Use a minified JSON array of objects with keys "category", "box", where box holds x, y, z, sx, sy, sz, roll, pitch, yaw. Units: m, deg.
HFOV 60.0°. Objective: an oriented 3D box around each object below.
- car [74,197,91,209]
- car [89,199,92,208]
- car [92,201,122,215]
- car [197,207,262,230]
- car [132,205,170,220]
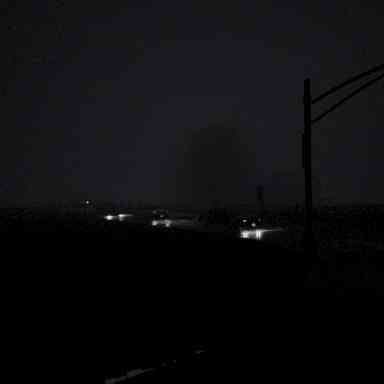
[{"category":"car","box":[-20.415,2.027,62.271,2.150,2.045,5.566,-1,0,-36]},{"category":"car","box":[-14.354,2.153,53.836,2.128,1.511,4.902,-1,0,-35]},{"category":"car","box":[-10.610,2.076,42.313,1.837,1.490,4.892,-1,0,-35]},{"category":"car","box":[2.514,1.808,23.993,2.033,1.411,5.357,-1,0,-35]},{"category":"car","box":[-4.144,2.018,33.300,1.895,1.301,4.718,-1,0,-36]}]
